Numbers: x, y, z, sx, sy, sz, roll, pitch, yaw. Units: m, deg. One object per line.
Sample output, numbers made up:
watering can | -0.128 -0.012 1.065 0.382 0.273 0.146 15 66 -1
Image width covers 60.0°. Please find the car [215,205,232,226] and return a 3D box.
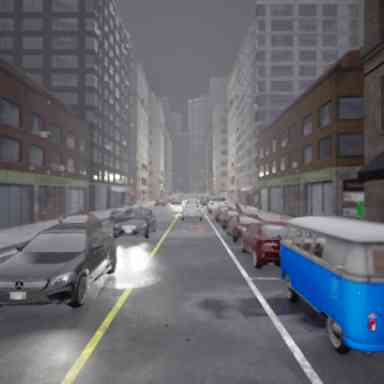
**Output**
car | 2.761 1.780 22.616 1.802 1.307 4.206 0 0 0

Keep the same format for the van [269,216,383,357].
van | 2.760 1.398 5.962 1.690 1.788 3.998 0 -1 0

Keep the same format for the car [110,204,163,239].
car | -3.052 1.660 18.627 2.128 1.511 4.902 0 0 1

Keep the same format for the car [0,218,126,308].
car | -3.094 1.604 8.237 1.812 1.442 4.674 0 -1 0

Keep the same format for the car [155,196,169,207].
car | -5.768 1.944 61.492 1.887 1.381 4.507 0 0 0

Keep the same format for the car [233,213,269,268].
car | 2.760 1.654 11.511 1.887 1.381 4.507 0 -1 0

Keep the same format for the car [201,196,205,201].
car | 2.757 1.966 61.485 1.947 1.339 4.313 0 0 0

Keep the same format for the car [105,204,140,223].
car | -5.764 1.782 28.175 2.008 1.369 4.403 0 0 0

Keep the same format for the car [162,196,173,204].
car | -5.768 1.768 78.149 2.192 1.841 5.009 0 0 0

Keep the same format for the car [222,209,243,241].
car | 2.761 1.739 17.066 1.802 1.307 4.206 0 0 0

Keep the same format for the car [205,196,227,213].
car | 3.101 1.516 40.594 2.150 2.045 5.566 0 0 0

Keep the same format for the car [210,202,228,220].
car | 2.761 1.813 28.173 1.802 1.307 4.206 0 0 0

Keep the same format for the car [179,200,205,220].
car | 0.012 1.770 30.696 1.812 1.442 4.674 0 0 0

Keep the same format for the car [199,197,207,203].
car | 2.756 1.990 83.866 1.752 1.417 4.829 0 0 0

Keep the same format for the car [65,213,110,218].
car | -5.766 1.739 17.069 1.802 1.307 4.206 0 -1 0

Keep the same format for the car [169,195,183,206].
car | -3.012 1.920 66.407 1.882 1.535 5.008 0 0 0

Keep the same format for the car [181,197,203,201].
car | 0.052 1.813 45.222 2.128 1.511 4.902 0 0 0

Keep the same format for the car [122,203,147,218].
car | -5.765 1.842 33.728 1.802 1.307 4.206 0 0 0

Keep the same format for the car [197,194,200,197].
car | 2.758 1.754 72.592 2.192 1.841 5.009 0 0 0
